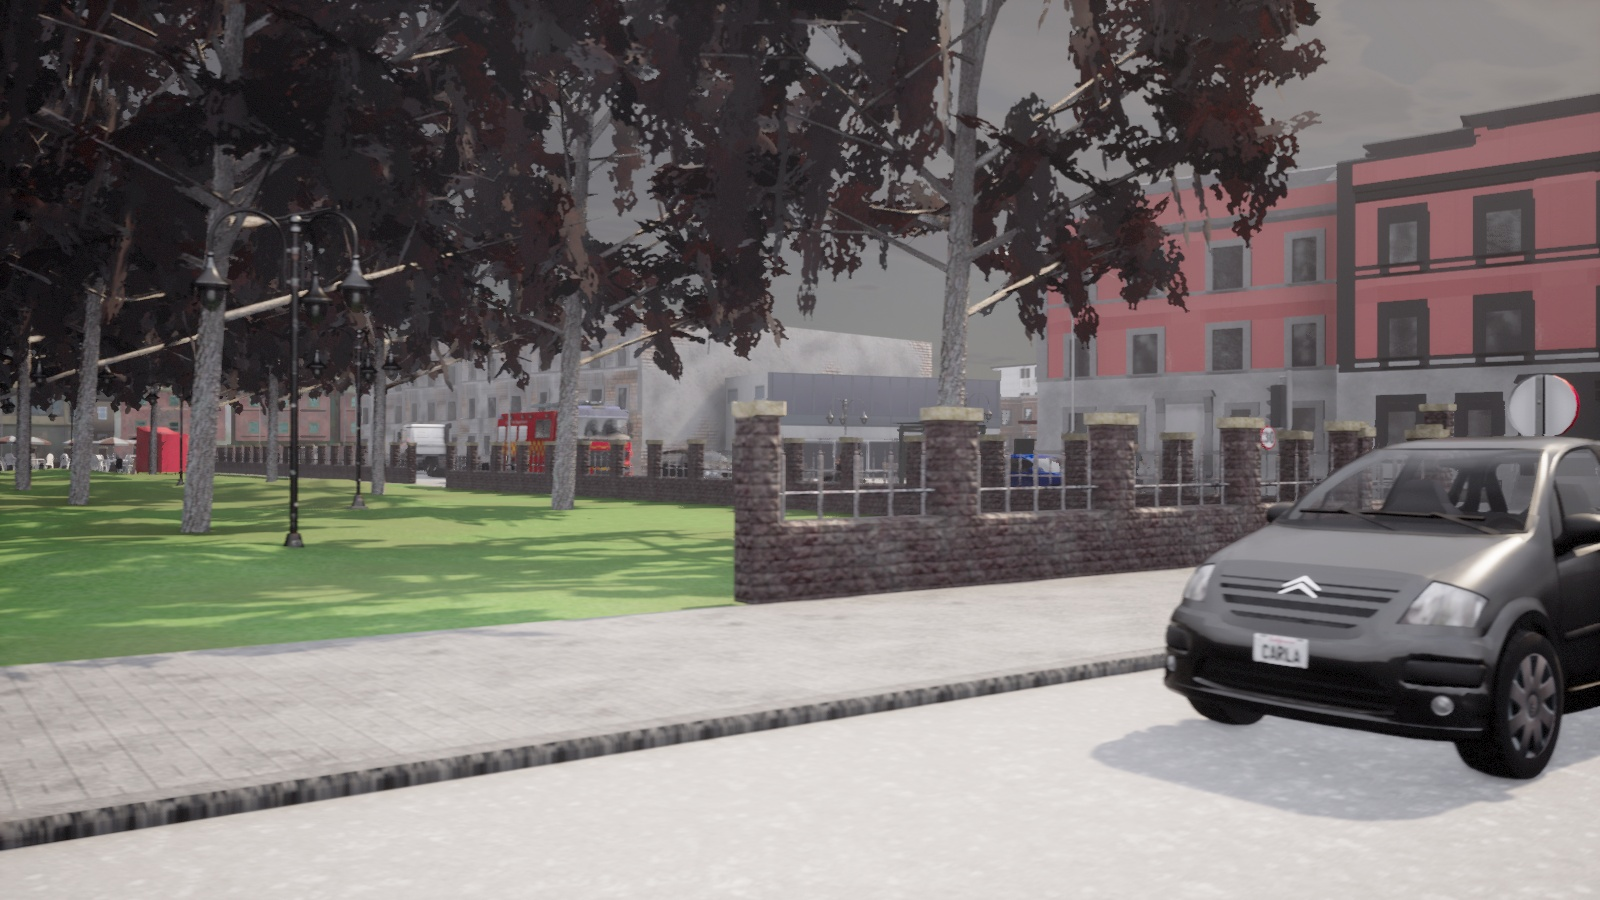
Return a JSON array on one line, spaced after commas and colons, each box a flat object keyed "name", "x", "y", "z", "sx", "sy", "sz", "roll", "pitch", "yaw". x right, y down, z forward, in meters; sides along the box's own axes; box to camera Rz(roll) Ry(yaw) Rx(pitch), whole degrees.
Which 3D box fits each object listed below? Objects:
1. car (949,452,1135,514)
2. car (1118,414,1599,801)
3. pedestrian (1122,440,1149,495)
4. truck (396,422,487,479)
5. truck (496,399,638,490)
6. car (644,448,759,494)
[{"name": "car", "x": 6.423, "y": 0.832, "z": 33.908, "sx": 1.882, "sy": 1.535, "sz": 5.008, "roll": 0, "pitch": 0, "yaw": -36}, {"name": "car", "x": 3.840, "y": 0.664, "z": 7.202, "sx": 3.988, "sy": 1.617, "sz": 1.851, "roll": 0, "pitch": 0, "yaw": -38}, {"name": "pedestrian", "x": 11.282, "y": 0.589, "z": 42.283, "sx": 0.540, "sy": 1.848, "sz": 0.694, "roll": 0, "pitch": 0, "yaw": -33}, {"name": "truck", "x": -22.905, "y": 0.057, "z": 79.943, "sx": 2.891, "sy": 3.462, "sz": 7.936, "roll": 0, "pitch": 0, "yaw": -37}, {"name": "truck", "x": -10.675, "y": -0.216, "z": 56.853, "sx": 2.891, "sy": 3.827, "sz": 8.468, "roll": 0, "pitch": 0, "yaw": -37}, {"name": "car", "x": -3.794, "y": 0.755, "z": 47.611, "sx": 2.242, "sy": 1.667, "sz": 4.611, "roll": 0, "pitch": 0, "yaw": -36}]
